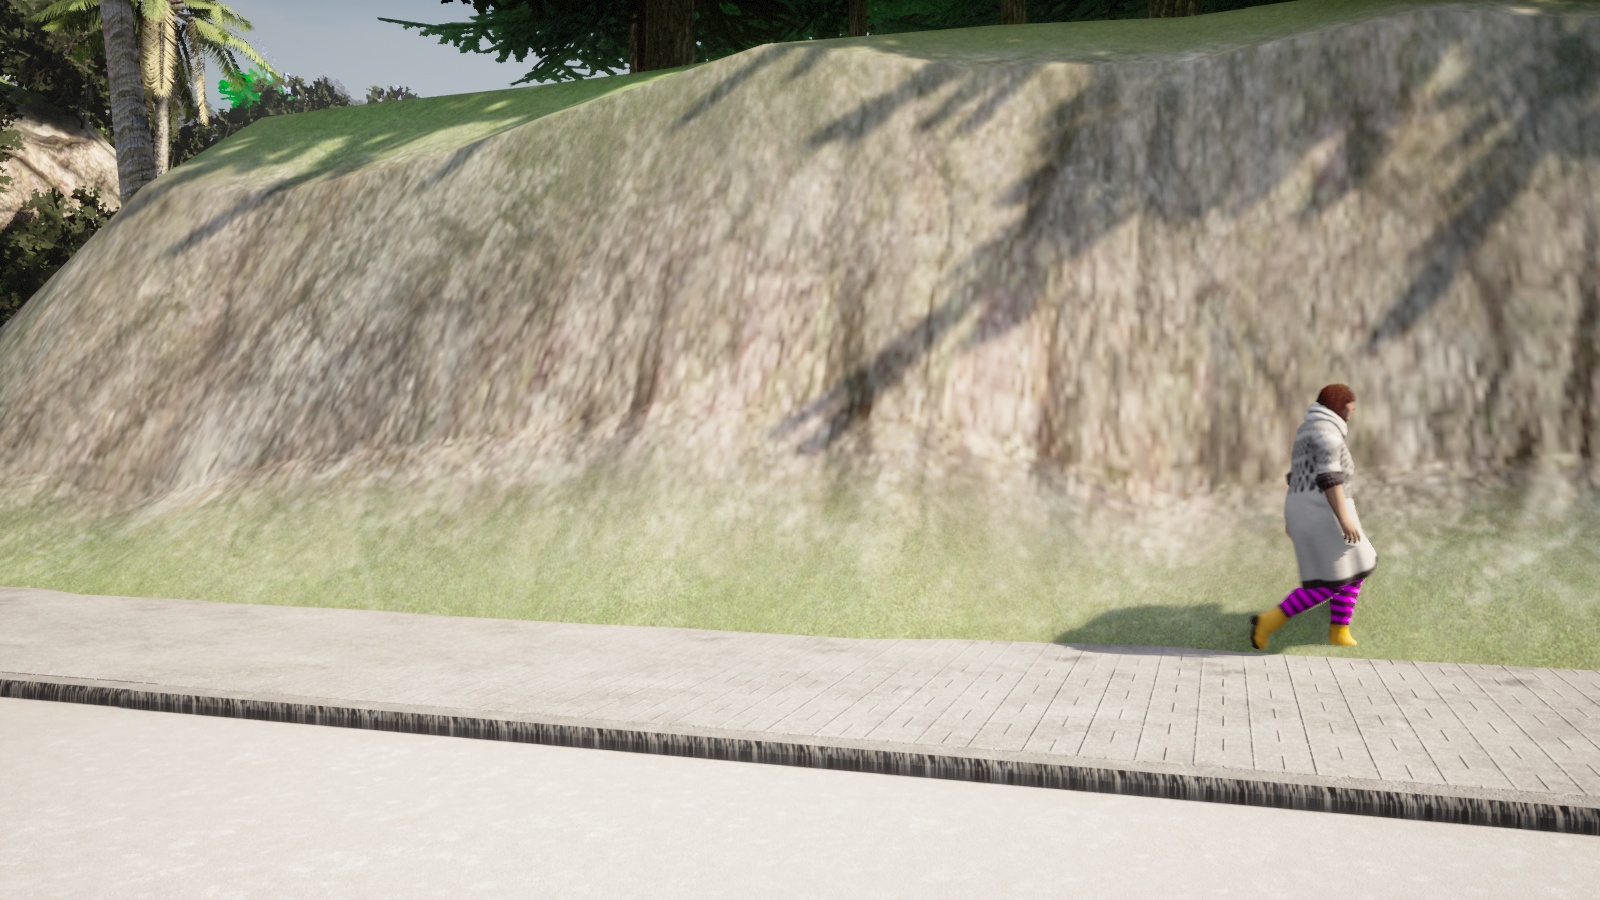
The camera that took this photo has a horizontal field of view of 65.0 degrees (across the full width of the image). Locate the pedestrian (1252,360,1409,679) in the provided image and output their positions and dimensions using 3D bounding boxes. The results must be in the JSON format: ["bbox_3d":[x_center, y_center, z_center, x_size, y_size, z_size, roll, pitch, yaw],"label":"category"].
[{"bbox_3d":[3.406,0.419,8.135,0.873,1.952,0.659,1,1,19],"label":"pedestrian"}]
